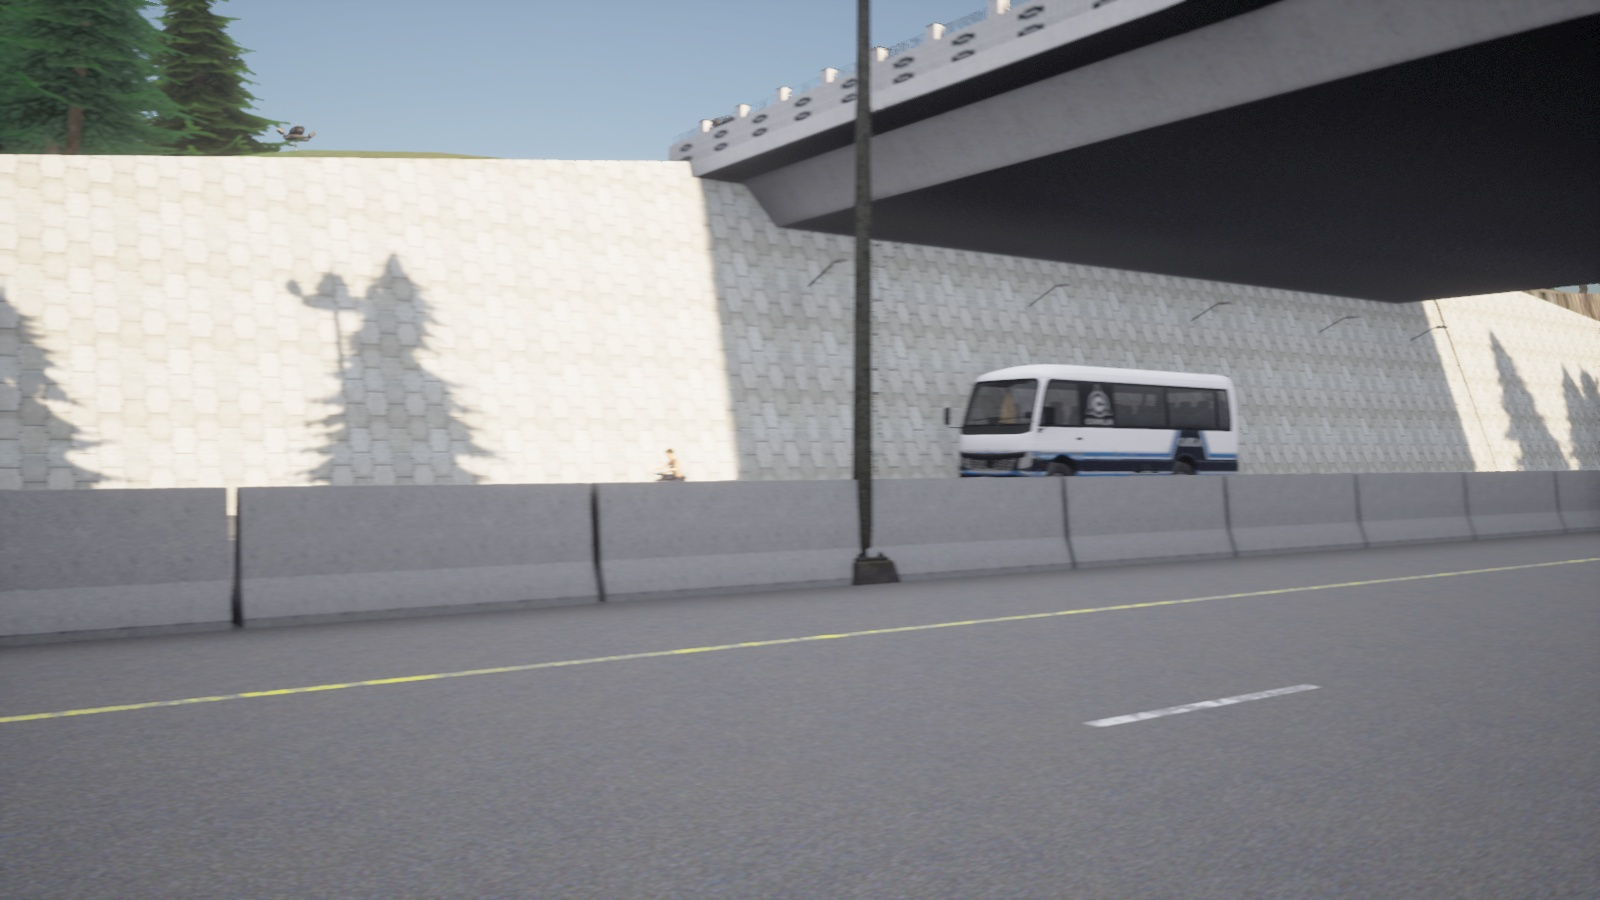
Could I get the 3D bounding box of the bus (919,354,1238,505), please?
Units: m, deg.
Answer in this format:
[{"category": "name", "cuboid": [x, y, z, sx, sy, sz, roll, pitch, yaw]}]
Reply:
[{"category": "bus", "cuboid": [9.005, -0.543, 39.781, 10.273, 4.253, 3.944, 0, 0, -35]}]
